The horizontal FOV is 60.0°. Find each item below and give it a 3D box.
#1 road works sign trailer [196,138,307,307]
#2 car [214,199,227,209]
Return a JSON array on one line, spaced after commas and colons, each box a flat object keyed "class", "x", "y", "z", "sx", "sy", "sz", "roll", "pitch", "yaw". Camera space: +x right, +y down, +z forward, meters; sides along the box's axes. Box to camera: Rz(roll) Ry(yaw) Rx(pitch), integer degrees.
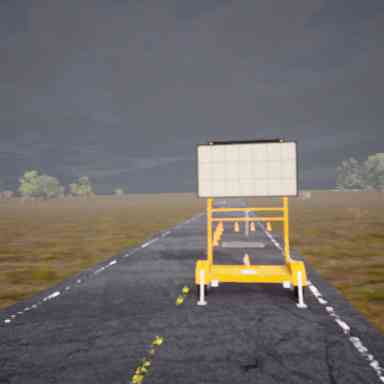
[{"class": "road works sign trailer", "x": 1.348, "y": 0.536, "z": 8.183, "sx": 2.380, "sy": 3.560, "sz": 2.880, "roll": -1, "pitch": -1, "yaw": 8}, {"class": "car", "x": 4.962, "y": 1.940, "z": 57.834, "sx": 2.097, "sy": 1.767, "sz": 4.553, "roll": -1, "pitch": -1, "yaw": 8}]
